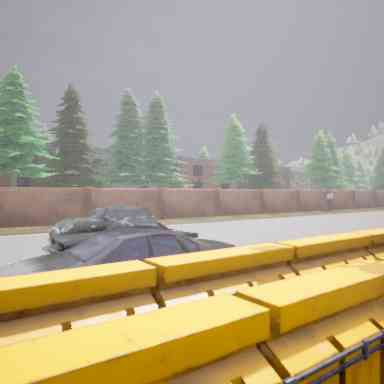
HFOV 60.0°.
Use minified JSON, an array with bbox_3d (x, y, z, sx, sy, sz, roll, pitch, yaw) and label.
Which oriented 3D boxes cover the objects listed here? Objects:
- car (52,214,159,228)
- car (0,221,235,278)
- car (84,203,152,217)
[{"bbox_3d":[-2.162,1.608,11.028,4.718,1.301,1.895,0,0,-35],"label":"car"},{"bbox_3d":[-1.367,1.552,7.298,5.357,1.411,2.033,0,0,-35],"label":"car"},{"bbox_3d":[-3.630,1.361,14.277,4.553,1.767,2.097,0,0,-35],"label":"car"}]
